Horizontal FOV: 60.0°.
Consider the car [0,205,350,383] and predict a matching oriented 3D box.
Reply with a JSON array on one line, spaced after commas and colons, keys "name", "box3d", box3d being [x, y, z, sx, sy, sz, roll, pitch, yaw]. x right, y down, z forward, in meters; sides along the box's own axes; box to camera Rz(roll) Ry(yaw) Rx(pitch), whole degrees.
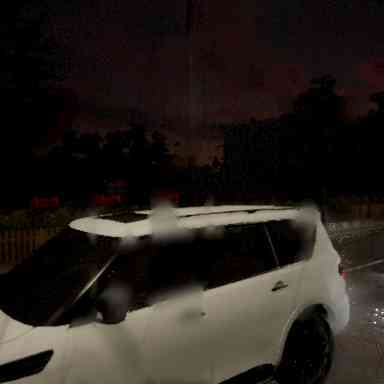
[{"name": "car", "box3d": [-0.528, 1.227, 3.621, 5.566, 2.045, 2.150, -1, 0, -36]}]
